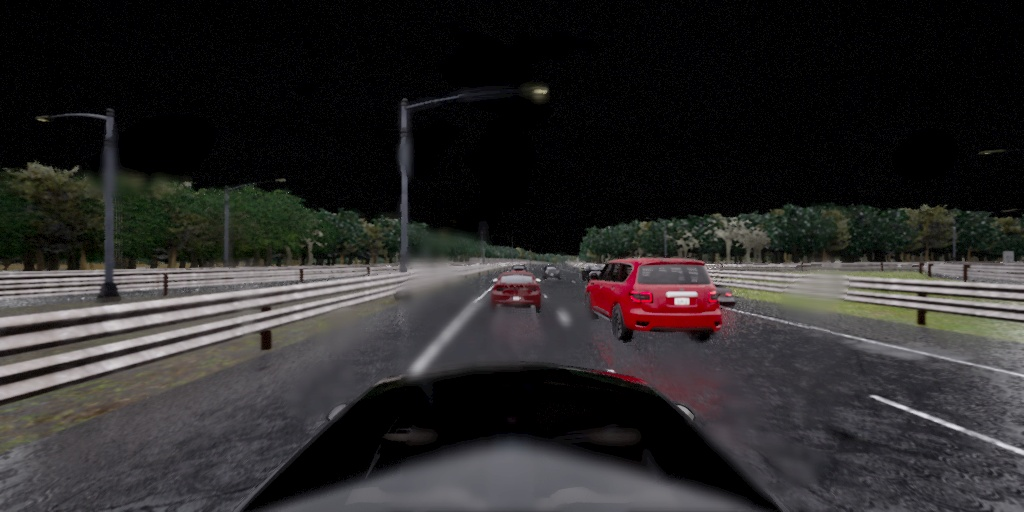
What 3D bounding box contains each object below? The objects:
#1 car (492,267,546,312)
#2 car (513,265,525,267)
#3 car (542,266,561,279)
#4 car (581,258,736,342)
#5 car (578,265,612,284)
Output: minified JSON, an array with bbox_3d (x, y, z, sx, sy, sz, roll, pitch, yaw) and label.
[{"bbox_3d":[0.201,1.403,15.326,1.882,1.535,5.008,0,-1,1],"label":"car"},{"bbox_3d":[0.773,1.744,39.053,1.837,1.490,4.892,0,0,2],"label":"car"},{"bbox_3d":[4.276,1.765,39.072,1.812,1.442,4.674,0,-1,2],"label":"car"},{"bbox_3d":[3.649,1.085,10.338,2.150,2.045,5.566,0,0,0],"label":"car"},{"bbox_3d":[7.585,1.654,33.160,2.128,1.511,4.902,0,-1,2],"label":"car"}]
